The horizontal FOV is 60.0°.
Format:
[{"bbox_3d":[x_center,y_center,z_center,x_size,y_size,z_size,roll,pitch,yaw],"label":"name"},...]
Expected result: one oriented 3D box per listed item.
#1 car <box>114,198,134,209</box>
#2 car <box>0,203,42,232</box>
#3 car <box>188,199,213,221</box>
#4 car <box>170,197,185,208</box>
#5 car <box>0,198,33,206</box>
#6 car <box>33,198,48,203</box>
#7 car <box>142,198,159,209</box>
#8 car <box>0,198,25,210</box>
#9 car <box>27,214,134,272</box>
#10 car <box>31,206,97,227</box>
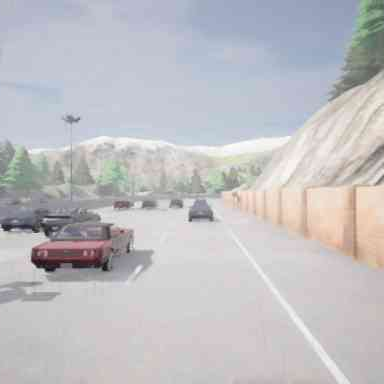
[{"bbox_3d":[-9.307,1.557,45.782,1.882,1.535,5.008,0,0,1],"label":"car"},{"bbox_3d":[-9.946,1.639,20.904,1.994,1.385,4.181,0,0,1],"label":"car"},{"bbox_3d":[0.725,1.568,27.280,1.994,1.385,4.181,0,0,1],"label":"car"},{"bbox_3d":[-2.226,1.535,48.866,1.837,1.490,4.892,0,0,1],"label":"car"},{"bbox_3d":[-20.131,1.699,36.792,2.033,1.411,5.357,0,0,-1],"label":"car"},{"bbox_3d":[-23.345,1.697,49.903,1.837,1.490,4.892,0,0,2],"label":"car"},{"bbox_3d":[-5.792,1.559,46.373,1.837,1.490,4.892,0,0,1],"label":"car"},{"bbox_3d":[-26.848,1.729,49.144,1.837,1.490,4.892,0,0,2],"label":"car"},{"bbox_3d":[-3.188,1.626,10.819,1.895,1.301,4.718,0,0,1],"label":"car"},{"bbox_3d":[-6.510,1.542,18.446,2.128,1.511,4.902,0,0,1],"label":"car"}]
